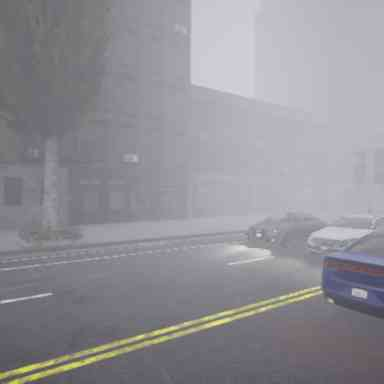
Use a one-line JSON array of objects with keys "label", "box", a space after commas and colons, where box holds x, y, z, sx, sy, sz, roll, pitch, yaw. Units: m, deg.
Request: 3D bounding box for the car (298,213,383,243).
[{"label": "car", "box": [6.148, 1.538, 12.050, 4.674, 1.442, 1.812, 0, 0, -36]}]

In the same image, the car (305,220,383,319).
[{"label": "car", "box": [4.718, 1.485, 6.808, 5.008, 1.535, 1.882, 0, 0, -36]}]

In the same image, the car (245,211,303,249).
[{"label": "car", "box": [4.349, 1.576, 14.775, 4.181, 1.385, 1.994, 0, 0, -36]}]
